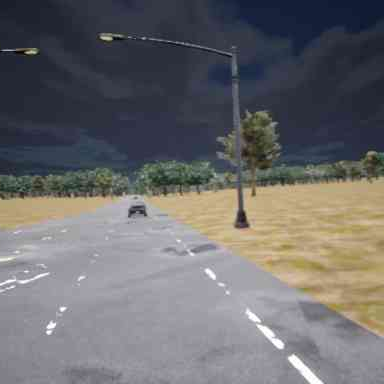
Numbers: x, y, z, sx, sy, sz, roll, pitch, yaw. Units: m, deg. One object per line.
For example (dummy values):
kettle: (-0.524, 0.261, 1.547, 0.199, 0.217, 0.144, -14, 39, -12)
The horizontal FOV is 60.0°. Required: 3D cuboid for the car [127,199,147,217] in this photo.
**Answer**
car: (-5.864, 1.799, 35.624, 1.837, 1.490, 4.892, -3, 0, -10)
